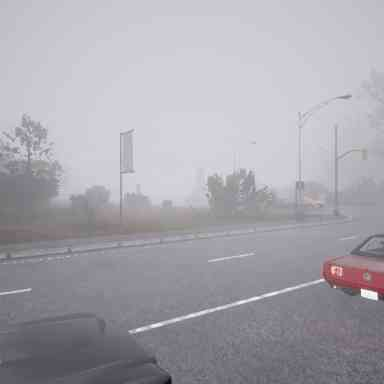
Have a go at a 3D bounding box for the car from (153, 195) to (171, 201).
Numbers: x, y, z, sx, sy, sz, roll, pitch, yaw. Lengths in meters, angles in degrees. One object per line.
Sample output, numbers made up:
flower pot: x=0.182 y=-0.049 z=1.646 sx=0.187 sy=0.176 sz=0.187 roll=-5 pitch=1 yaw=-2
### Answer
car: x=-6.722 y=1.331 z=73.983 sx=1.895 sy=1.301 sz=4.718 roll=-1 pitch=0 yaw=-38

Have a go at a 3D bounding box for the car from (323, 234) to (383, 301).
car: x=5.042 y=1.571 z=7.357 sx=4.718 sy=1.301 sz=1.895 roll=0 pitch=0 yaw=-36

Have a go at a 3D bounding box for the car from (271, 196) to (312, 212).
car: x=10.131 y=1.404 z=36.080 sx=1.895 sy=1.301 sz=4.718 roll=-1 pitch=0 yaw=-39

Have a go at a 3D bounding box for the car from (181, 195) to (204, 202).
car: x=0.010 y=1.277 z=65.715 sx=2.033 sy=1.411 sz=5.357 roll=-1 pitch=0 yaw=-38

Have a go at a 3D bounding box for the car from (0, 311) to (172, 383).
car: x=-2.407 y=1.601 z=2.019 sx=4.718 sy=1.301 sz=1.895 roll=0 pitch=0 yaw=-36

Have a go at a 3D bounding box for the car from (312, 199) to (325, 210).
car: x=12.756 y=1.253 z=38.402 sx=1.882 sy=1.535 sz=5.008 roll=-1 pitch=0 yaw=-39
